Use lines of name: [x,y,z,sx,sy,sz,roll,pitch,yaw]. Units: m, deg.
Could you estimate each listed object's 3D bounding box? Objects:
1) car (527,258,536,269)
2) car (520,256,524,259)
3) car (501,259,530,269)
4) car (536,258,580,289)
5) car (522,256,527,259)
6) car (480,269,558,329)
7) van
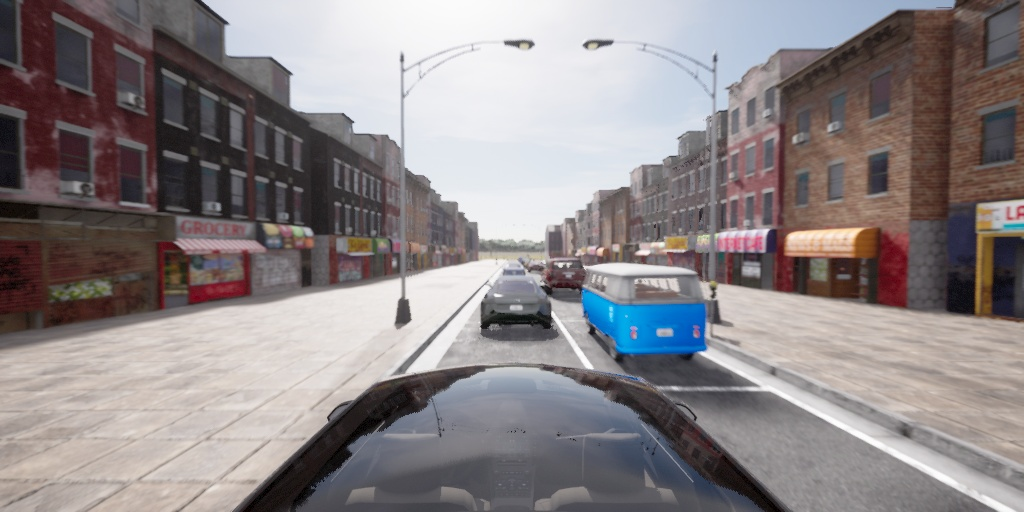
car: [2.691,1.227,41.200,1.802,1.307,4.207,0,0,0]
car: [2.715,1.152,57.797,2.007,1.370,4.403,0,0,0]
car: [0.136,1.224,28.587,2.033,1.411,5.357,0,0,0]
car: [2.658,1.020,19.071,2.192,1.841,5.009,0,0,0]
car: [2.707,1.141,52.435,1.751,1.417,4.829,0,0,0]
car: [0.111,1.288,11.196,1.994,1.385,4.181,0,0,0]
van: [2.642,1.076,8.006,1.690,1.789,3.998,0,0,0]
